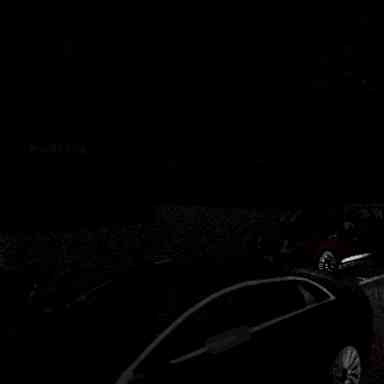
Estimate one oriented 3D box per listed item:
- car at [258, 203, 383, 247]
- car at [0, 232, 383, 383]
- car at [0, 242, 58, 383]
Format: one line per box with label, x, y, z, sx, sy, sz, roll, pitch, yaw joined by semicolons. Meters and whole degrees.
car;3.869;1.251;9.423;5.009;1.841;2.192;-1;0;-35
car;-0.101;1.479;3.298;4.902;1.511;2.128;0;0;-35
car;-4.084;1.560;3.748;4.403;1.369;2.008;-1;0;-35
